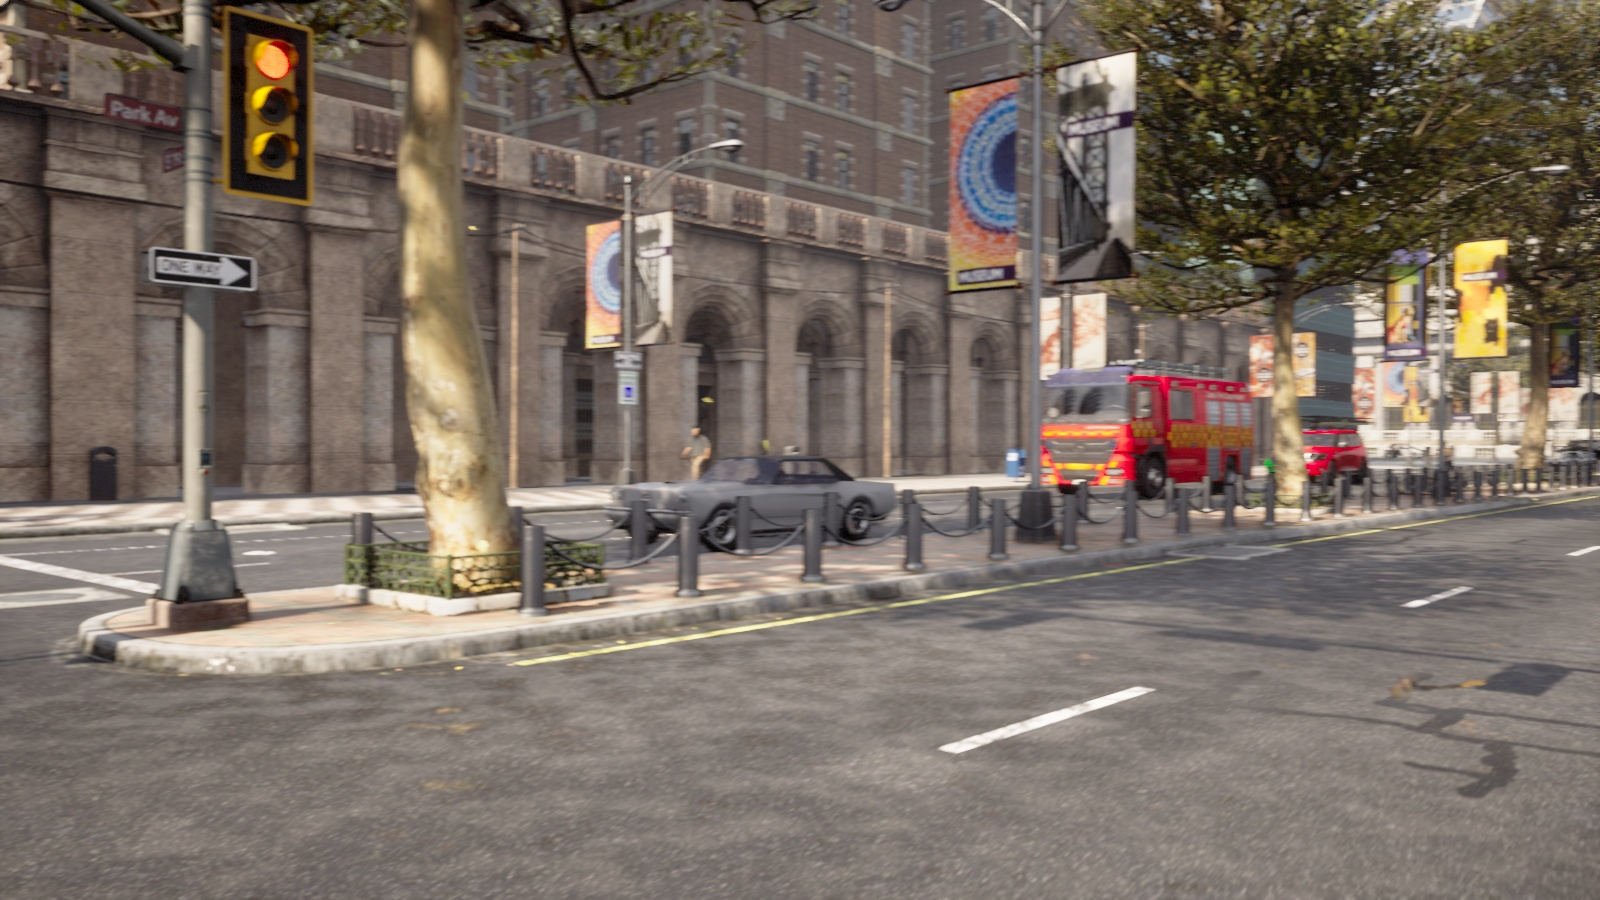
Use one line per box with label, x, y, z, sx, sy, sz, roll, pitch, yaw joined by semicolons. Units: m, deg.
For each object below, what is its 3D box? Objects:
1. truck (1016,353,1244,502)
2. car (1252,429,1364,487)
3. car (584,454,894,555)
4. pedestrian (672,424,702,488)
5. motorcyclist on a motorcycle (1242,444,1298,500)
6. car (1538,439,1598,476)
truck;9.762;-0.585;36.432;2.891;3.827;8.468;1;0;41
car;19.106;0.281;47.073;2.150;2.045;5.566;1;0;41
car;-0.791;0.732;19.029;1.895;1.301;4.718;1;0;42
pedestrian;-3.301;0.172;36.789;0.540;1.848;0.694;1;0;41
motorcyclist on a motorcycle;13.084;0.587;34.924;0.797;1.523;2.044;1;0;41
car;40.421;0.370;66.026;1.932;1.855;4.605;1;0;41
